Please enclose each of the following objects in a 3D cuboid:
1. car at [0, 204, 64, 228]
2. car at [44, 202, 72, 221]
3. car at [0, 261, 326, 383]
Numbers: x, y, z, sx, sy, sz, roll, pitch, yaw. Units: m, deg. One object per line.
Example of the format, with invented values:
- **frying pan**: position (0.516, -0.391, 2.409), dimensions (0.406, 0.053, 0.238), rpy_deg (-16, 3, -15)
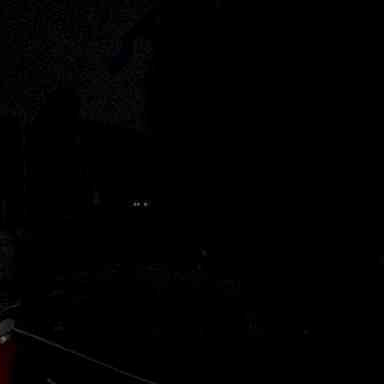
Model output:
- **car**: position (-12.550, 1.830, 24.269), dimensions (2.033, 1.411, 5.357), rpy_deg (-1, -1, 35)
- **car**: position (-12.854, 1.688, 28.952), dimensions (2.097, 1.767, 4.553), rpy_deg (-1, -1, 35)
- **car**: position (-0.888, 1.475, 3.450), dimensions (4.097, 1.590, 1.967), rpy_deg (-1, -1, 35)
